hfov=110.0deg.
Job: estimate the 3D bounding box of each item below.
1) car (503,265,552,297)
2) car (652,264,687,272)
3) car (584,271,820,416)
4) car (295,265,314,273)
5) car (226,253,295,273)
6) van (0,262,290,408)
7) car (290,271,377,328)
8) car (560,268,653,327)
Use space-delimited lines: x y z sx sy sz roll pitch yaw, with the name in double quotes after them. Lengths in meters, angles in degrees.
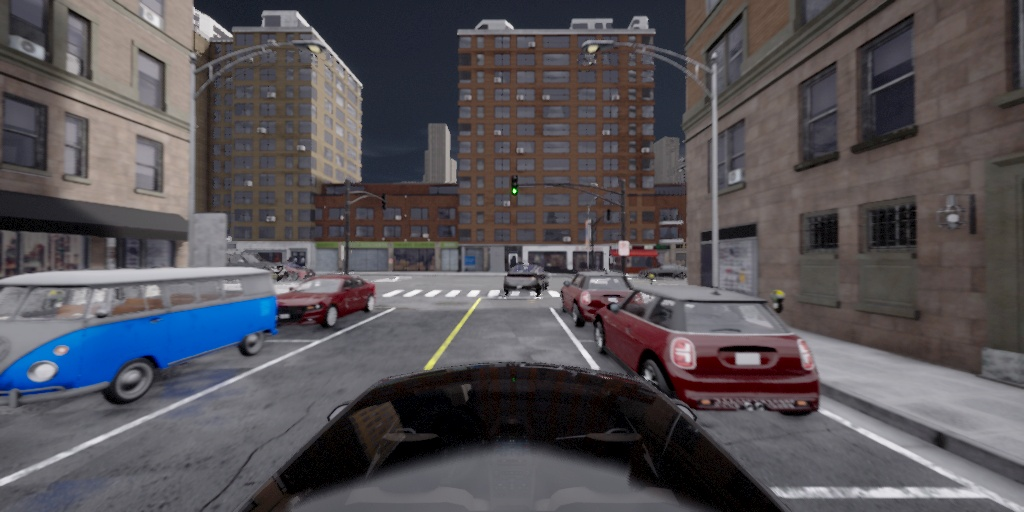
0.913 1.234 19.227 2.128 1.511 4.902 0 1 14 "car"
14.444 1.473 34.144 4.674 1.442 1.812 0 -1 2 "car"
2.667 1.193 6.008 1.967 1.591 4.097 0 0 0 "car"
-17.486 1.196 27.643 4.181 1.385 1.994 0 -1 0 "car"
-18.395 0.813 24.405 5.566 2.045 2.150 0 -1 0 "car"
-5.858 1.095 6.008 1.690 1.789 3.998 0 0 0 "van"
-5.859 1.304 11.491 1.888 1.381 4.507 0 0 0 "car"
2.667 1.198 11.491 1.967 1.591 4.097 0 0 0 "car"
